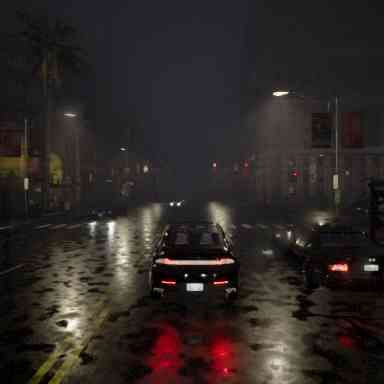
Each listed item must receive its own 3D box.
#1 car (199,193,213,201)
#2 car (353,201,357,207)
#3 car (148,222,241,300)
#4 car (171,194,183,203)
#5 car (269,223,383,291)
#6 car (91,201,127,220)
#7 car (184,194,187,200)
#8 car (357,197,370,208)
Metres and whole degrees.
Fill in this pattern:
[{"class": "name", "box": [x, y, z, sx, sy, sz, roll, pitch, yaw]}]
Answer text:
[{"class": "car", "box": [3.591, 1.355, 85.147, 2.097, 1.767, 4.553, 0, 0, 3]}, {"class": "car", "box": [26.051, 1.477, 48.254, 5.008, 1.535, 1.882, 0, 0, 0]}, {"class": "car", "box": [0.061, 1.492, 8.386, 2.128, 1.511, 4.902, 0, 0, 0]}, {"class": "car", "box": [-3.480, 1.595, 71.585, 1.895, 1.301, 4.718, 0, 0, 0]}, {"class": "car", "box": [3.565, 1.547, 9.087, 2.033, 1.411, 5.357, 0, 0, 0]}, {"class": "car", "box": [-6.803, 1.525, 27.912, 1.812, 1.442, 4.674, 0, 0, 6]}, {"class": "car", "box": [-2.698, 1.355, 91.388, 2.097, 1.767, 4.553, 0, 0, 10]}, {"class": "car", "box": [25.431, 1.505, 44.744, 4.892, 1.490, 1.837, 0, 0, 0]}]
